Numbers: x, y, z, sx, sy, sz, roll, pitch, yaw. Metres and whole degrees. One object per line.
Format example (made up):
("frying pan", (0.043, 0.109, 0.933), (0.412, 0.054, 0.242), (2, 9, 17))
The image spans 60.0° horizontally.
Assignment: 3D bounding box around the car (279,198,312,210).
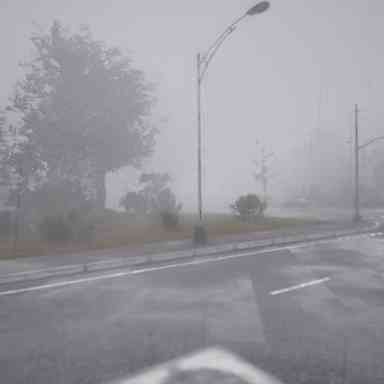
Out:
("car", (13.633, 1.578, 44.094), (1.812, 1.442, 4.674), (-1, -2, -31))
